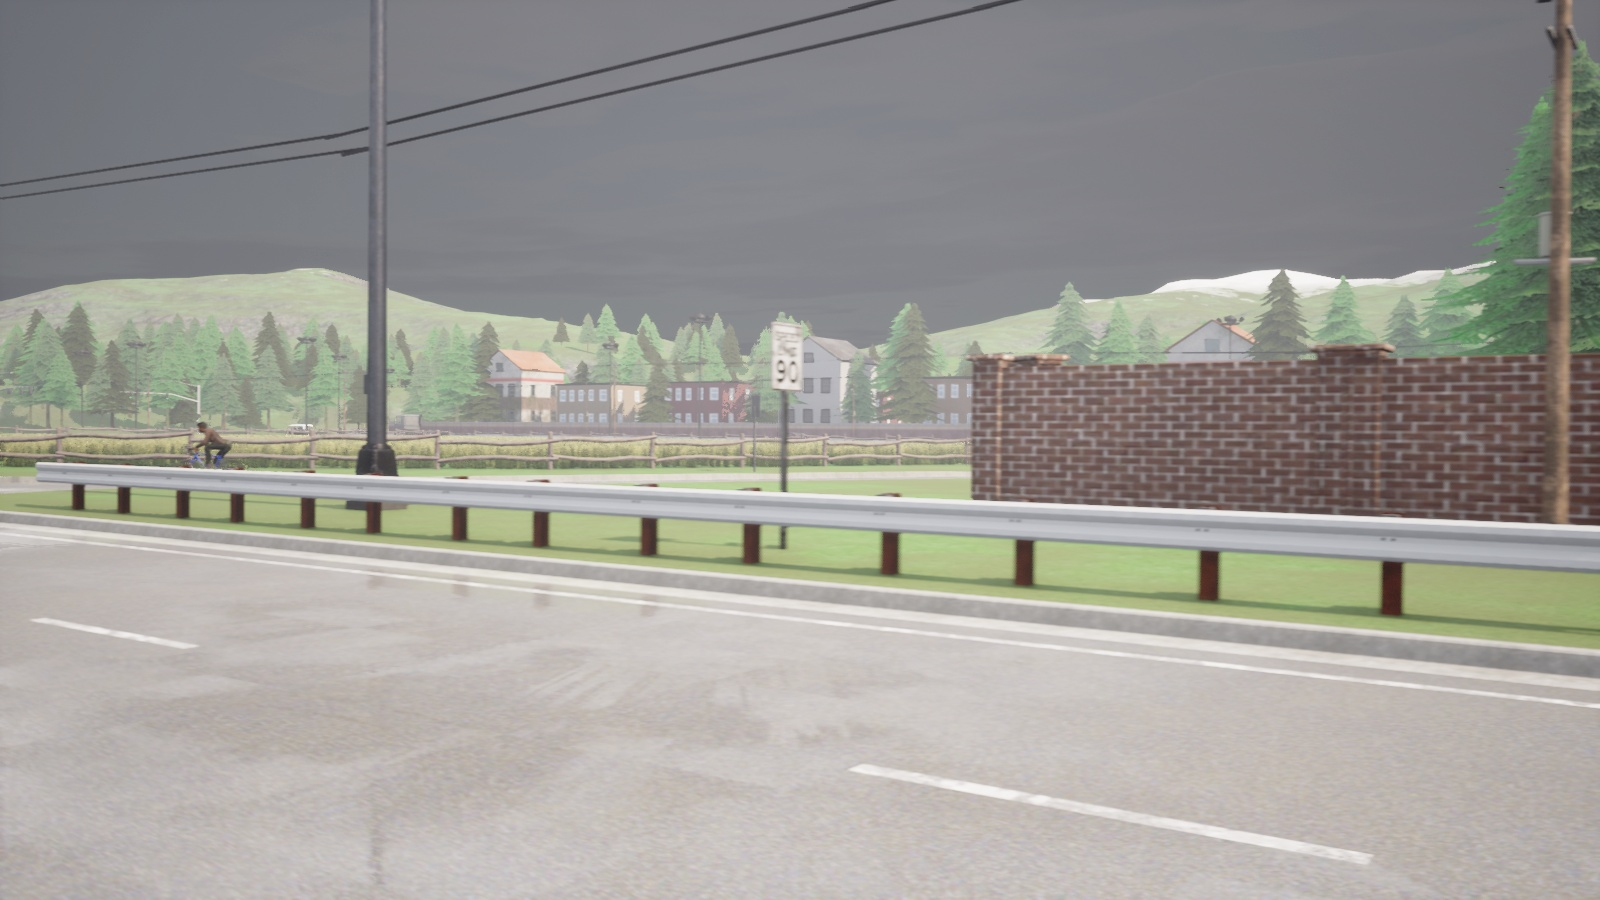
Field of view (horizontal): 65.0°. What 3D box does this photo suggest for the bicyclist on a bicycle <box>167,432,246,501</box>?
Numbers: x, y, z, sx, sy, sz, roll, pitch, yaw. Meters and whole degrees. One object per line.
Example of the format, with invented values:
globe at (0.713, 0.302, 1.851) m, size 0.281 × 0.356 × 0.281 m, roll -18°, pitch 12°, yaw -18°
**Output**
bicyclist on a bicycle at (-14.509, 0.396, 30.714) m, size 1.656 × 1.620 × 0.582 m, roll -1°, pitch 0°, yaw -17°
